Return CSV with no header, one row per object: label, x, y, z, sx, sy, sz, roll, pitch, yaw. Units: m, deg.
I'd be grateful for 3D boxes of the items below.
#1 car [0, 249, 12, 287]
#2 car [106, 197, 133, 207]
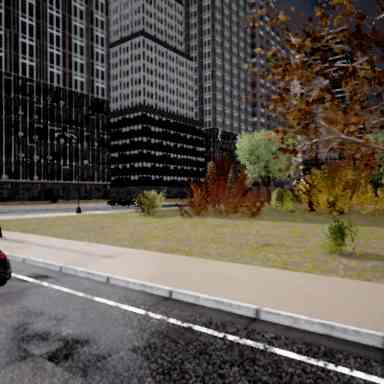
car,-6.189,1.557,8.069,4.181,1.385,1.994,0,0,37
car,-11.307,1.588,52.577,1.837,1.490,4.892,-1,0,37
